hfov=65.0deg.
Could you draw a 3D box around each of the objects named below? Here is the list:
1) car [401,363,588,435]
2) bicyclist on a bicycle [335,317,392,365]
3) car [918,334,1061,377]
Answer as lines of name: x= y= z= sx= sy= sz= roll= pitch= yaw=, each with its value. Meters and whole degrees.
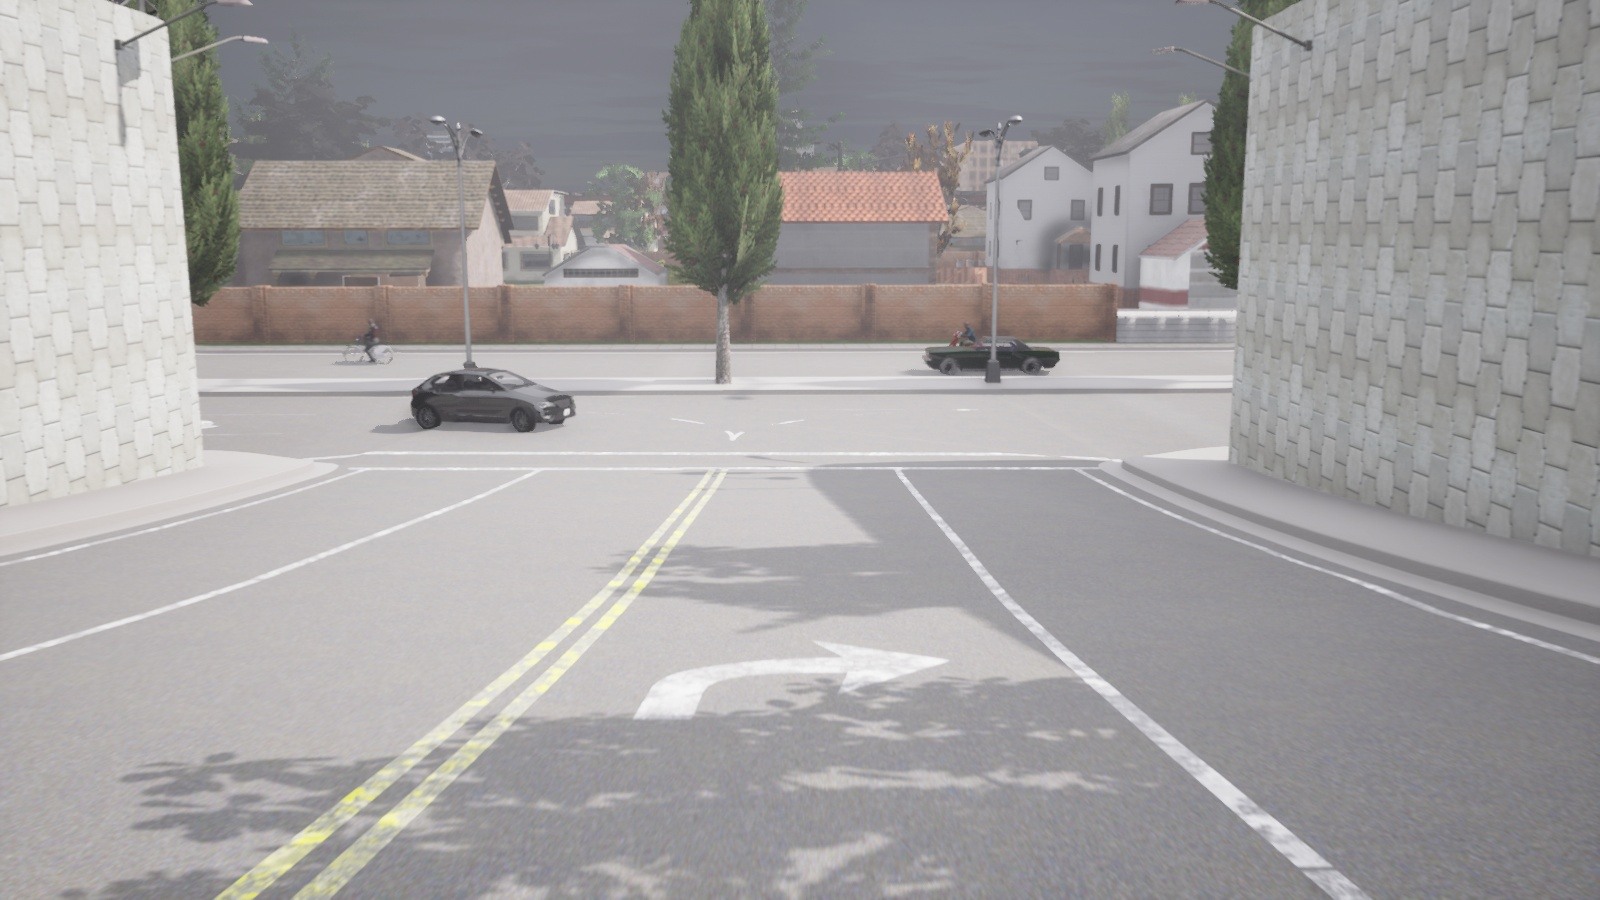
car: x=-7.673 y=-1.320 z=31.643 sx=4.193 sy=1.474 sz=1.816 roll=3 pitch=10 yaw=19
bicyclist on a bicycle: x=-16.528 y=-4.133 z=47.613 sx=1.843 sy=1.776 sz=0.659 roll=0 pitch=10 yaw=-1
car: x=6.667 y=-3.365 z=44.540 sx=4.718 sy=1.301 sz=1.895 roll=0 pitch=10 yaw=-1
